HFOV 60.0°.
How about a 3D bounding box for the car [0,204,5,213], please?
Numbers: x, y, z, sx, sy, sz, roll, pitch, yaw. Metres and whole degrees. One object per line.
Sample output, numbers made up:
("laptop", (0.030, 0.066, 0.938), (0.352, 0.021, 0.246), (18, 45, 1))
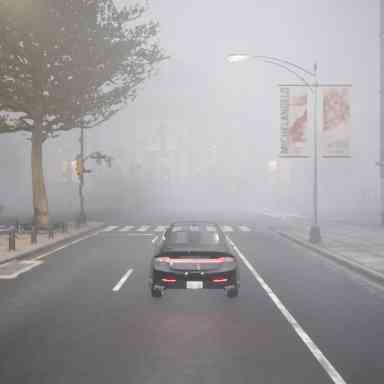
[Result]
("car", (-21.363, 1.547, 32.147), (5.357, 1.411, 2.033), (0, 0, 0))

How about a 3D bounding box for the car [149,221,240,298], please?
("car", (0.060, 1.491, 8.530), (2.128, 1.511, 4.902), (0, 0, 0))

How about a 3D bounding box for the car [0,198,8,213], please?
("car", (-22.787, 1.477, 35.651), (5.008, 1.535, 1.882), (0, 0, 0))
